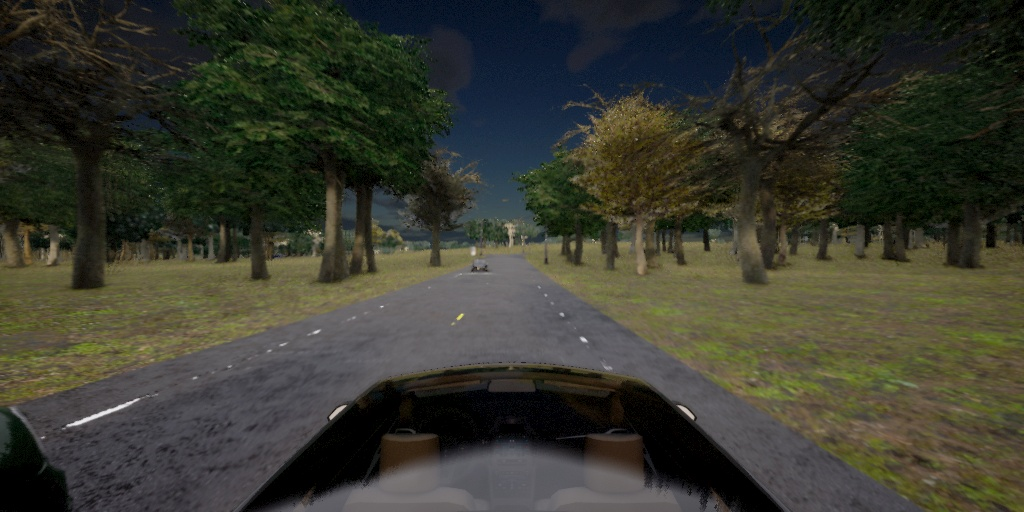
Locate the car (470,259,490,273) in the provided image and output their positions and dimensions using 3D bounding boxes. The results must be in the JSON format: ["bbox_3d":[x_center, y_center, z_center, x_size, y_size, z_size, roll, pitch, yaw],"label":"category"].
[{"bbox_3d":[-3.585,1.069,40.638,1.837,1.490,4.892,0,1,0],"label":"car"}]
